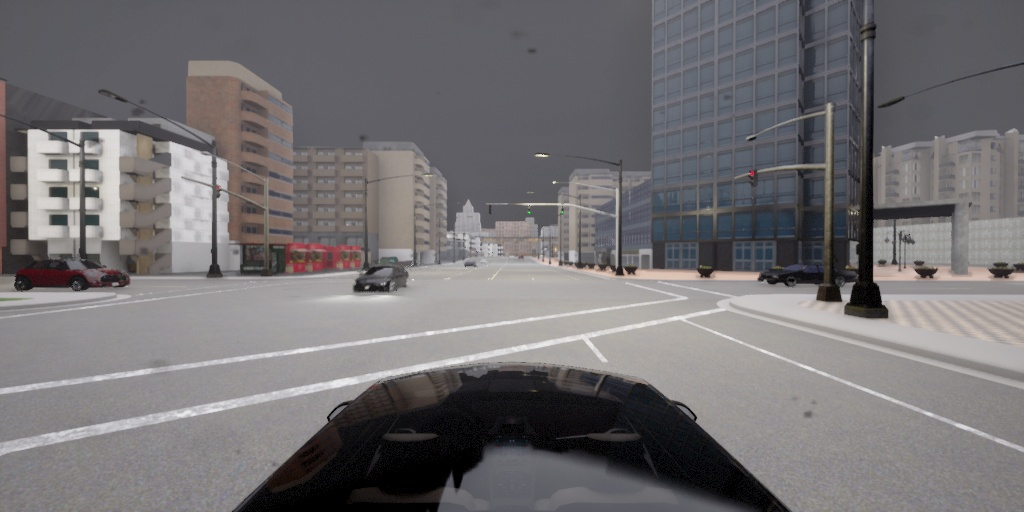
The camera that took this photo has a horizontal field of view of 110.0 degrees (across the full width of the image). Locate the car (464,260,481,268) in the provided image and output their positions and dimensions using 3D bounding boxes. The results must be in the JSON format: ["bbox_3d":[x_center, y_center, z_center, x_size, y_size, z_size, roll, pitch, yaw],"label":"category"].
[{"bbox_3d":[-7.039,1.353,61.363,2.033,1.411,5.357,0,0,0],"label":"car"}]

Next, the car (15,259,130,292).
[{"bbox_3d":[-23.986,0.966,19.699,4.553,1.767,2.097,0,0,1],"label":"car"}]

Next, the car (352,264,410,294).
[{"bbox_3d":[-7.009,1.249,19.724,1.837,1.490,4.892,0,1,0],"label":"car"}]

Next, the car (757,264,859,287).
[{"bbox_3d":[18.998,1.216,23.101,5.357,1.411,2.033,0,0,1],"label":"car"}]
